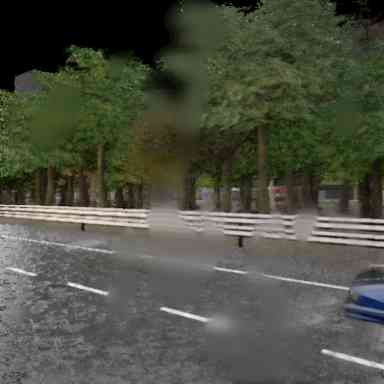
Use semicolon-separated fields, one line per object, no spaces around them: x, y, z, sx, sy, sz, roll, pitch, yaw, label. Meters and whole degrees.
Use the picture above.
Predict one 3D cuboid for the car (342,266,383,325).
5.079;1.549;4.545;5.357;1.411;2.033;0;0;36;car
